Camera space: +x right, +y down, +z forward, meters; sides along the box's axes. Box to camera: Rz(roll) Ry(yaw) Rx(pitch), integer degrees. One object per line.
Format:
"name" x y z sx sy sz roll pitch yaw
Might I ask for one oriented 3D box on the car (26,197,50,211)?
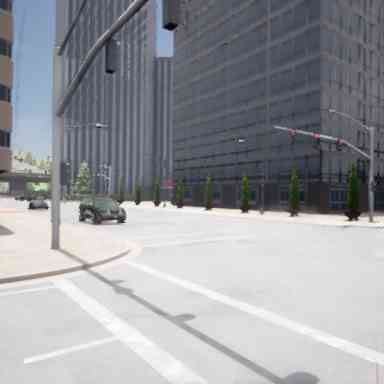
"car" -20.363 1.744 44.180 1.994 1.385 4.181 1 -1 -36

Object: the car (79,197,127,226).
"car" -7.038 1.398 25.778 2.150 2.045 5.566 1 0 -36
